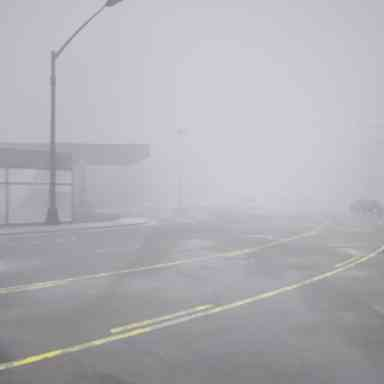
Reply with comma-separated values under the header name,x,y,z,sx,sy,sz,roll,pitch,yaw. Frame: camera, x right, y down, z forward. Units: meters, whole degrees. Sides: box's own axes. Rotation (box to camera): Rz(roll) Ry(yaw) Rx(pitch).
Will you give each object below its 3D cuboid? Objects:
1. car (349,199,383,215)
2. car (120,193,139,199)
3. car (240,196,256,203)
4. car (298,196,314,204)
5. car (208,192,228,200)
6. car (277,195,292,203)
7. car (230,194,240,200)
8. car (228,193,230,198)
name,x,y,z,sx,sy,sz,roll,pitch,yaw
car,17.347,1.472,33.351,1.837,1.490,4.892,1,0,7
car,-15.982,1.105,85.280,4.674,1.442,1.812,0,0,0
car,10.785,1.378,63.000,1.994,1.385,4.181,0,0,0
car,21.401,1.402,62.605,1.812,1.442,4.674,0,0,0
car,6.813,1.058,86.662,2.097,1.767,4.553,0,0,34
car,17.903,1.342,64.269,2.128,1.511,4.902,0,0,0
car,10.820,1.306,79.238,1.994,1.385,4.181,0,0,0
car,10.836,1.173,95.018,1.882,1.535,5.008,0,0,0
